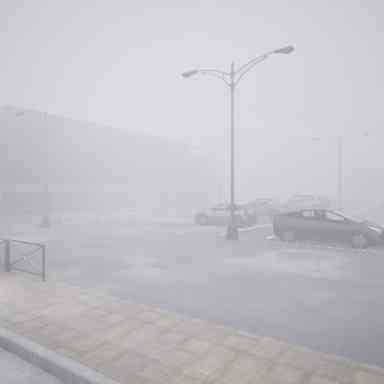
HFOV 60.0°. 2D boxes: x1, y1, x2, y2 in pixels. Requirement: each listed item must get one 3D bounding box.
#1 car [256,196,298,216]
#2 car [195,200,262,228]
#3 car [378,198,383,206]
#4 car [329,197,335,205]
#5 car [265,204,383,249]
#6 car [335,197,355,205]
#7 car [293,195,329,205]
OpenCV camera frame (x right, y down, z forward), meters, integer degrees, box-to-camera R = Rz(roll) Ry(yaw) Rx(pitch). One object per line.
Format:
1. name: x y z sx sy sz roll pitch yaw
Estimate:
1. car: 5.542 1.345 26.836 5.027 1.636 2.152 0 0 35
2. car: 2.129 1.424 21.392 3.806 1.475 1.970 0 0 35
3. car: 29.339 1.576 48.393 3.806 1.475 1.970 0 0 35
4. car: 14.202 1.289 39.938 4.605 1.855 1.932 0 0 35
5. car: 5.807 1.490 14.351 4.514 1.523 2.007 0 0 35
6. car: 24.966 1.565 55.089 3.633 1.501 1.845 0 0 35
7. car: 12.875 1.269 37.321 3.866 1.878 1.905 0 0 35
